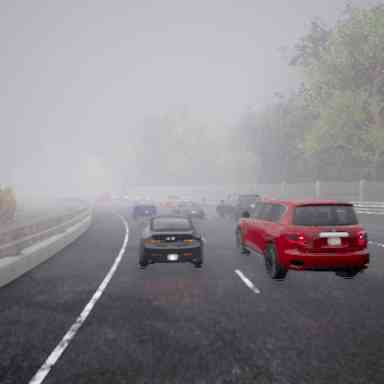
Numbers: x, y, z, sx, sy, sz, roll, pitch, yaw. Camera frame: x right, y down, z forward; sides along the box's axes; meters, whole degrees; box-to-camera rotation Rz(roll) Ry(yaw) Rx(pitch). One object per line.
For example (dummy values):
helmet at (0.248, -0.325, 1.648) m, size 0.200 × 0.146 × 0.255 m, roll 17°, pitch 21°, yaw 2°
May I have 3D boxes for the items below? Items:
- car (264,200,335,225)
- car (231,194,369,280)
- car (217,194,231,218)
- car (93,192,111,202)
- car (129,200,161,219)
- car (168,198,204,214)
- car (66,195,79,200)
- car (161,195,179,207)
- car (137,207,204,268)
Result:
car at (7.691, 1.417, 24.332) m, size 1.837 × 1.490 × 4.892 m, roll -1°, pitch 0°, yaw -32°
car at (2.909, 1.188, 10.066) m, size 2.150 × 2.045 × 5.566 m, roll 0°, pitch 0°, yaw -5°
car at (3.674, 1.148, 26.055) m, size 2.150 × 2.045 × 5.566 m, roll 0°, pitch 0°, yaw -14°
car at (-19.434, 1.129, 71.709) m, size 2.150 × 2.045 × 5.566 m, roll 0°, pitch 0°, yaw -40°
car at (-4.294, 1.427, 28.683) m, size 1.882 × 1.535 × 5.008 m, roll 0°, pitch 0°, yaw -16°
car at (-0.394, 1.502, 27.708) m, size 1.994 × 1.385 × 4.181 m, roll 0°, pitch 0°, yaw -15°
car at (-30.592, 1.439, 84.915) m, size 2.128 × 1.511 × 4.902 m, roll 0°, pitch 0°, yaw -40°
car at (-2.993, 1.254, 45.339) m, size 2.097 × 1.767 × 4.553 m, roll 0°, pitch 0°, yaw -25°
car at (-0.764, 1.481, 11.257) m, size 1.837 × 1.490 × 4.892 m, roll 0°, pitch 0°, yaw -6°
